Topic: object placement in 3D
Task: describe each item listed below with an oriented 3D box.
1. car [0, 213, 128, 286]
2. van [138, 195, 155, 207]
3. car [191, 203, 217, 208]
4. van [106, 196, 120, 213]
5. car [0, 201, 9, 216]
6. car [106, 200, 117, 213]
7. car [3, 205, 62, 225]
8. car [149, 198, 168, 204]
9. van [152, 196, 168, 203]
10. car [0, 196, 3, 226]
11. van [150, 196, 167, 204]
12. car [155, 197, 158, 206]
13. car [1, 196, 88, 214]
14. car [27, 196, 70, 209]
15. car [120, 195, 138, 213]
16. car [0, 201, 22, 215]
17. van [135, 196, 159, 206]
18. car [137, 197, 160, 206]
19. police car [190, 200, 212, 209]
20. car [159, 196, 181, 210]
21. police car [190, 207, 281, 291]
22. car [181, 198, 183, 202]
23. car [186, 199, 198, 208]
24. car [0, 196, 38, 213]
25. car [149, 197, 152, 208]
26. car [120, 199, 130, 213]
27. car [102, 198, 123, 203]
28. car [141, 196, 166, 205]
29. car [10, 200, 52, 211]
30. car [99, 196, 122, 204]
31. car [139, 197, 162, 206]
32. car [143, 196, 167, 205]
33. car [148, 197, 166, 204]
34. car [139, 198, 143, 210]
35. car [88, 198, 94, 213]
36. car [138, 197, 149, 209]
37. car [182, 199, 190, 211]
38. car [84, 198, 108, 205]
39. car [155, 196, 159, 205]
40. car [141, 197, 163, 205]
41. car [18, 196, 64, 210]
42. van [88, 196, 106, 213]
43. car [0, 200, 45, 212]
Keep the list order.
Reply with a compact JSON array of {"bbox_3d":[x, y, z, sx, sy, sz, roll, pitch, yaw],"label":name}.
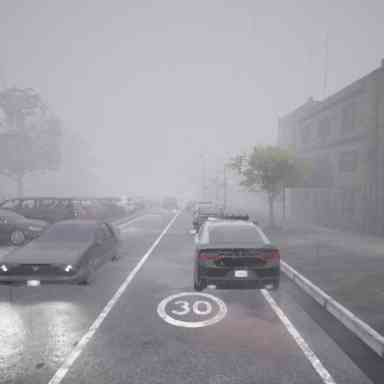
[{"bbox_3d":[-3.344,1.554,9.689,2.033,1.411,5.357,0,0,0],"label":"car"},{"bbox_3d":[-8.734,1.672,54.172,4.442,1.987,1.878,0,-1,0],"label":"van"},{"bbox_3d":[0.988,1.584,19.095,1.837,1.490,4.892,0,-1,0],"label":"car"},{"bbox_3d":[-8.950,1.407,28.946,4.442,1.987,1.878,0,-1,0],"label":"van"},{"bbox_3d":[-21.887,1.713,34.407,4.792,1.488,2.163,0,-1,0],"label":"car"},{"bbox_3d":[-8.826,1.608,26.141,4.892,1.521,2.231,0,-1,0],"label":"car"},{"bbox_3d":[-8.841,1.514,14.927,4.892,1.521,2.231,0,0,0],"label":"car"},{"bbox_3d":[-8.868,2.312,87.806,4.892,1.521,2.231,0,-1,0],"label":"car"},{"bbox_3d":[-8.995,2.154,93.415,4.442,1.987,1.878,0,-1,0],"label":"van"},{"bbox_3d":[-8.869,1.232,9.325,5.566,2.045,2.435,0,0,0],"label":"car"},{"bbox_3d":[-8.993,2.119,90.612,4.442,1.987,1.878,0,-1,0],"label":"van"},{"bbox_3d":[-8.824,1.962,56.972,4.792,1.488,2.163,0,-1,0],"label":"car"},{"bbox_3d":[-8.861,1.283,17.735,5.566,2.045,2.435,0,0,0],"label":"car"},{"bbox_3d":[-21.900,1.609,50.994,5.566,2.045,2.435,0,-1,0],"label":"car"},{"bbox_3d":[-8.865,1.432,34.553,5.566,2.045,2.435,0,-1,0],"label":"car"},{"bbox_3d":[-21.947,1.738,37.192,4.792,1.488,2.163,0,-1,0],"label":"car"},{"bbox_3d":[-8.742,1.810,65.384,4.442,1.987,1.878,0,-1,0],"label":"van"},{"bbox_3d":[-8.892,1.944,68.186,4.553,1.767,2.185,0,-1,0],"label":"car"},{"bbox_3d":[0.991,1.559,25.215,1.930,1.638,5.238,0,-1,0],"label":"police car"},{"bbox_3d":[-3.314,1.613,51.367,2.150,2.045,5.566,0,-1,0],"label":"car"},{"bbox_3d":[0.981,1.431,9.187,1.930,1.638,5.238,0,0,0],"label":"police car"},{"bbox_3d":[-3.185,2.462,94.737,1.994,1.385,4.181,0,-1,0],"label":"car"},{"bbox_3d":[0.041,2.060,59.947,1.994,1.385,4.181,0,-1,0],"label":"car"},{"bbox_3d":[-21.892,1.484,39.978,5.566,2.045,2.435,0,-1,0],"label":"car"},{"bbox_3d":[-9.032,1.826,48.563,5.366,1.575,1.946,0,-1,0],"label":"car"},{"bbox_3d":[-8.830,1.658,31.747,5.008,1.535,2.097,0,-1,0],"label":"car"},{"bbox_3d":[-22.144,2.371,92.867,5.366,1.575,1.946,0,-1,0],"label":"car"},{"bbox_3d":[-8.838,1.922,76.597,5.566,2.045,2.435,0,-1,0],"label":"car"},{"bbox_3d":[-21.922,1.833,45.422,4.674,1.452,2.002,0,-1,0],"label":"car"},{"bbox_3d":[-21.985,2.089,90.095,5.566,2.045,2.435,0,-1,0],"label":"car"},{"bbox_3d":[-8.831,1.979,70.989,4.553,1.767,2.185,0,-1,0],"label":"car"},{"bbox_3d":[-8.840,1.956,79.400,5.566,2.045,2.435,0,-1,0],"label":"car"},{"bbox_3d":[-8.904,2.151,85.005,4.553,1.767,2.185,0,-1,0],"label":"car"},{"bbox_3d":[-8.812,1.766,40.155,4.792,1.488,2.163,0,-1,0],"label":"car"},{"bbox_3d":[-8.800,1.431,20.534,4.553,1.767,2.185,0,-1,0],"label":"car"},{"bbox_3d":[-8.840,1.796,45.763,5.008,1.535,2.097,0,-1,0],"label":"car"},{"bbox_3d":[0.072,1.882,46.267,2.033,1.411,5.357,0,-1,1],"label":"car"},{"bbox_3d":[-21.952,2.171,76.213,4.892,1.521,2.231,0,-1,0],"label":"car"},{"bbox_3d":[-8.826,1.996,59.775,4.792,1.488,2.163,0,-1,0],"label":"car"},{"bbox_3d":[-8.834,2.013,73.792,4.553,1.767,2.185,0,-1,0],"label":"car"},{"bbox_3d":[-21.897,1.576,48.333,5.566,2.045,2.435,0,-1,0],"label":"car"},{"bbox_3d":[-8.716,1.356,23.339,4.442,1.987,1.878,0,-1,0],"label":"van"},{"bbox_3d":[-21.917,1.765,42.762,5.008,1.535,2.097,0,-1,0],"label":"car"}]
